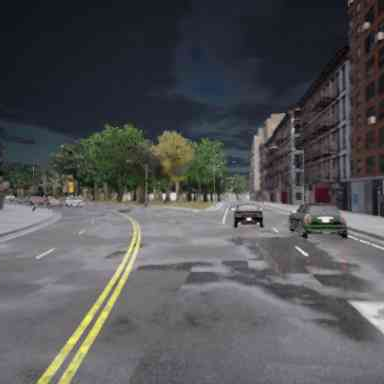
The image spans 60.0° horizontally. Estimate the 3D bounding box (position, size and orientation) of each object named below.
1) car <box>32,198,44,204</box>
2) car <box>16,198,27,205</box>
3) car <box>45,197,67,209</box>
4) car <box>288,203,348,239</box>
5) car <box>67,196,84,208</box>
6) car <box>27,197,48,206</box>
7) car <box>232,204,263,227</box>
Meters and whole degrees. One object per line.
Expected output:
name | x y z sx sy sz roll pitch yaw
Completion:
car | -39.837 2.397 85.977 1.837 1.490 4.892 -1 0 -36
car | -42.471 2.488 84.076 1.994 1.385 4.181 -1 0 -36
car | -23.939 2.145 58.430 1.812 1.442 4.674 -1 0 -33
car | 6.446 1.353 17.536 2.097 1.767 4.553 -1 0 7
car | -21.258 1.802 60.316 2.150 2.045 5.566 -1 0 -34
car | -33.158 2.002 71.267 2.150 2.045 5.566 -1 0 -36
car | 3.826 1.553 23.132 1.882 1.535 5.008 -1 -1 7
